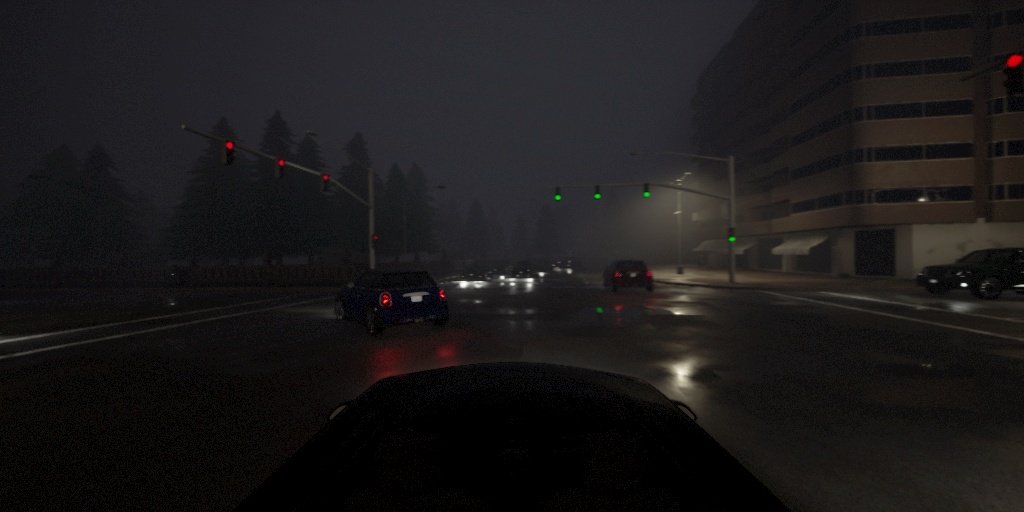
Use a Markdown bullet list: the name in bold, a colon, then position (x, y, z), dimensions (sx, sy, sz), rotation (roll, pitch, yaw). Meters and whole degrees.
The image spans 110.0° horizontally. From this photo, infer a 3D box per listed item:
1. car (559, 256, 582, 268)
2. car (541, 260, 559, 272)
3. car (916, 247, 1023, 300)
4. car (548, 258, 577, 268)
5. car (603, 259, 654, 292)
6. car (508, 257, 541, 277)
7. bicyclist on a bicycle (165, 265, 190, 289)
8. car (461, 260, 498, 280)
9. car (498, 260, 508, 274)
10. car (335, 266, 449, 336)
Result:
- **car**: position (8.414, 0.836, 51.867), dimensions (2.097, 1.767, 4.553), rotation (-1, 0, 35)
- **car**: position (3.673, 1.130, 42.842), dimensions (2.033, 1.411, 5.357), rotation (-1, 0, 21)
- **car**: position (20.610, 0.668, 14.874), dimensions (5.566, 2.045, 2.150), rotation (-1, 0, 7)
- **car**: position (8.118, 1.022, 57.085), dimensions (2.033, 1.411, 5.357), rotation (-1, 0, 38)
- **car**: position (6.441, 0.961, 20.319), dimensions (2.097, 1.767, 4.553), rotation (-1, 1, 8)
- **car**: position (1.222, 1.151, 33.372), dimensions (1.837, 1.490, 4.892), rotation (-1, 0, 11)
- **bicyclist on a bicycle**: position (-22.570, 1.402, 24.198), dimensions (0.582, 1.620, 1.656), rotation (-1, 0, 7)
- **car**: position (-2.865, 1.283, 30.215), dimensions (1.994, 1.385, 4.181), rotation (-1, 0, 10)
- **car**: position (-1.099, 1.173, 38.947), dimensions (1.837, 1.490, 4.892), rotation (-1, 0, 15)
- **car**: position (-3.838, 1.161, 11.046), dimensions (2.097, 1.767, 4.553), rotation (-1, 0, -39)
